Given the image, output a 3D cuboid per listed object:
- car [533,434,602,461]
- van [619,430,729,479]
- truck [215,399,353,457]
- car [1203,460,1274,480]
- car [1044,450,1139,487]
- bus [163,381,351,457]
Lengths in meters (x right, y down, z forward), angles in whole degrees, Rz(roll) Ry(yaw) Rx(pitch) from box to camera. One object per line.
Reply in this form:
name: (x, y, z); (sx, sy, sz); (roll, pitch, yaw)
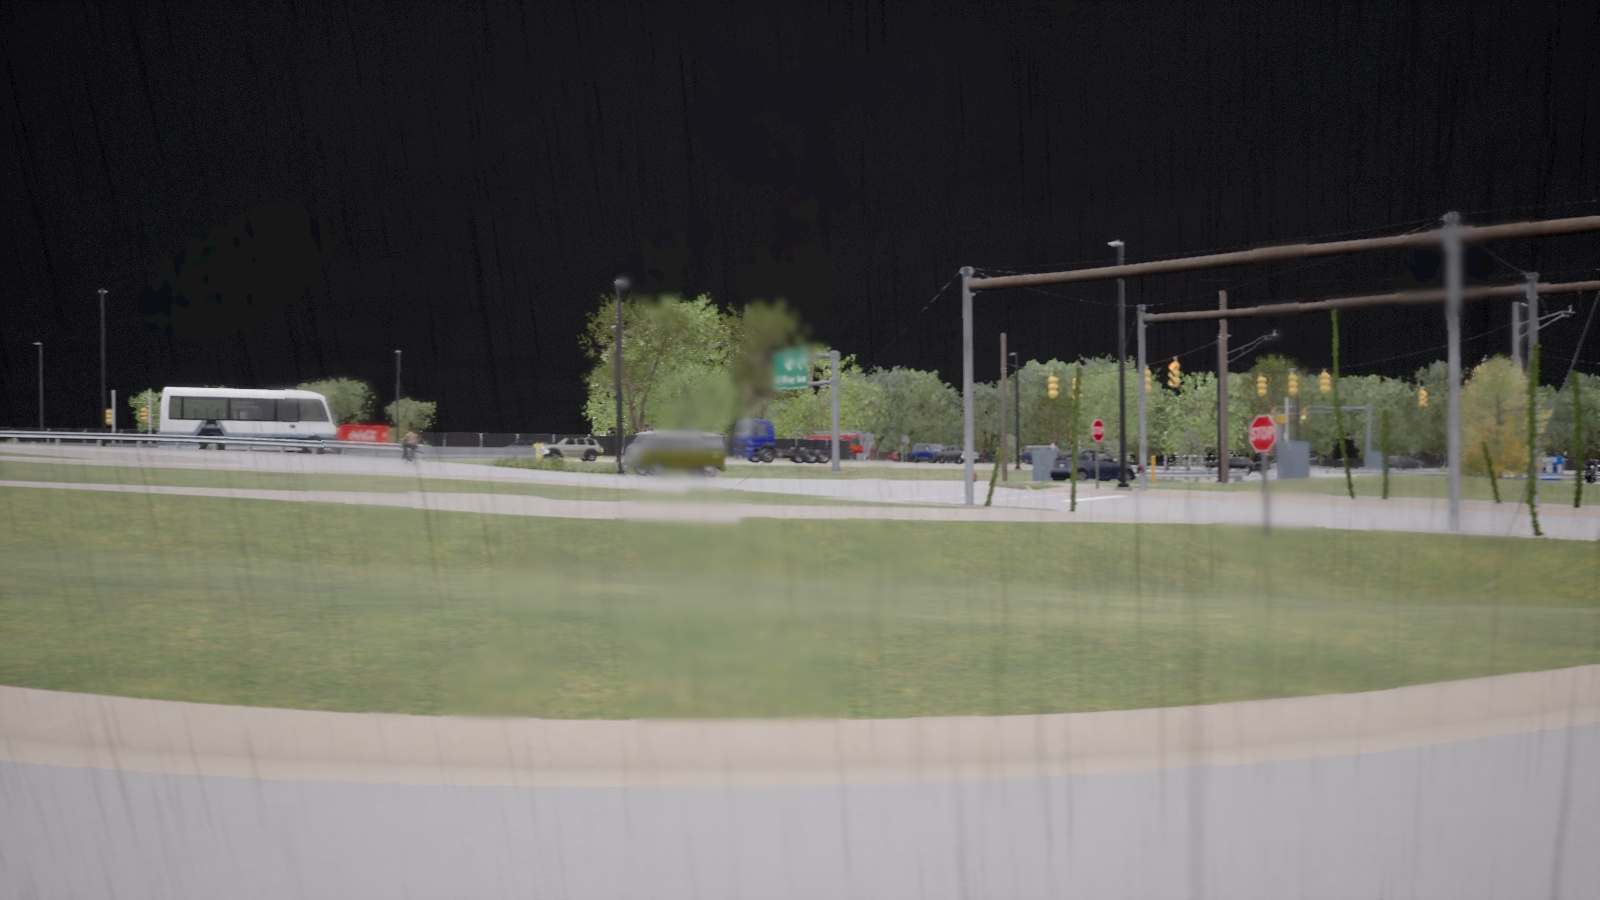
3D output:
car: (-17.246, -0.178, 93.177); (4.605, 1.855, 1.932); (1, -1, -27)
van: (-5.567, 0.213, 55.595); (4.442, 1.987, 1.775); (2, -1, -29)
truck: (-33.255, -1.363, 80.951); (7.936, 3.462, 2.891); (1, -1, -27)
car: (30.316, 1.391, 86.968); (1.895, 1.301, 4.718); (1, 0, -25)
car: (13.478, 0.858, 58.019); (3.988, 1.617, 1.851); (2, -1, -28)
bus: (-33.239, -1.799, 77.020); (10.273, 4.253, 3.944); (1, -1, -27)
